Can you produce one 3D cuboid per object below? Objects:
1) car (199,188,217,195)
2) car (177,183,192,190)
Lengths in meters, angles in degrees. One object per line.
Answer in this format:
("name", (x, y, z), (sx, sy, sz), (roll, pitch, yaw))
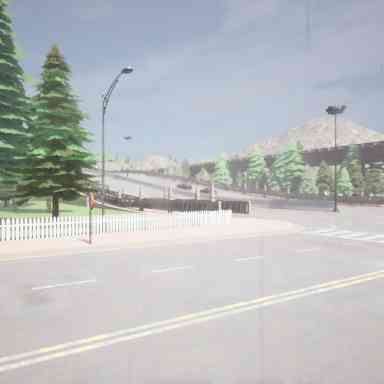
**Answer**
("car", (3.467, -0.204, 70.502), (1.812, 1.442, 4.674), (0, 7, -34))
("car", (-1.795, -1.376, 78.239), (2.128, 1.511, 4.902), (0, 7, -34))
